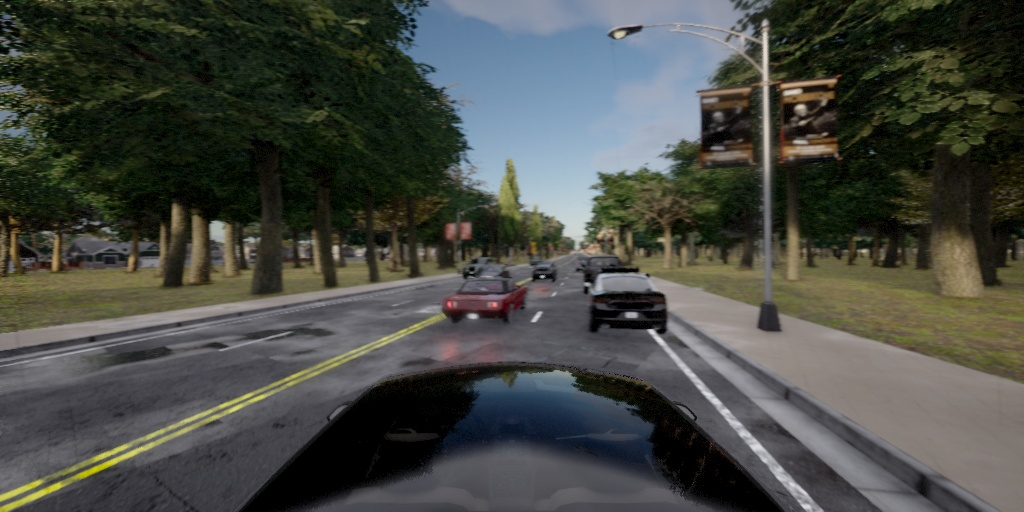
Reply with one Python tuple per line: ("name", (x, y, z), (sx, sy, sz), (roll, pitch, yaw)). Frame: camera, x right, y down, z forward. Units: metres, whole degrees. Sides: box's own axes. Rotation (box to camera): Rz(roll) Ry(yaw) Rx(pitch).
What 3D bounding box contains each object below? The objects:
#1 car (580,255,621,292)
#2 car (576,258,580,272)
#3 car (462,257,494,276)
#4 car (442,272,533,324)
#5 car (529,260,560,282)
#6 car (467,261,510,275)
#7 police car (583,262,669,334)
("car", (5.166, 0.969, 20.521), (2.150, 2.045, 5.566), (-1, 0, 11))
("car", (9.457, 1.360, 47.143), (1.994, 1.385, 4.181), (-1, 0, 13))
("car", (-3.063, 1.157, 34.708), (2.150, 2.045, 5.566), (-1, 0, 11))
("car", (-0.666, 1.403, 12.270), (1.895, 1.301, 4.718), (-1, 0, 11))
("car", (2.805, 1.327, 29.815), (1.837, 1.490, 4.892), (-1, 0, 11))
("car", (-1.352, 1.364, 26.591), (2.128, 1.511, 4.902), (-1, 0, 11))
("police car", (3.243, 1.160, 10.789), (1.930, 1.638, 5.238), (-1, 0, 11))
